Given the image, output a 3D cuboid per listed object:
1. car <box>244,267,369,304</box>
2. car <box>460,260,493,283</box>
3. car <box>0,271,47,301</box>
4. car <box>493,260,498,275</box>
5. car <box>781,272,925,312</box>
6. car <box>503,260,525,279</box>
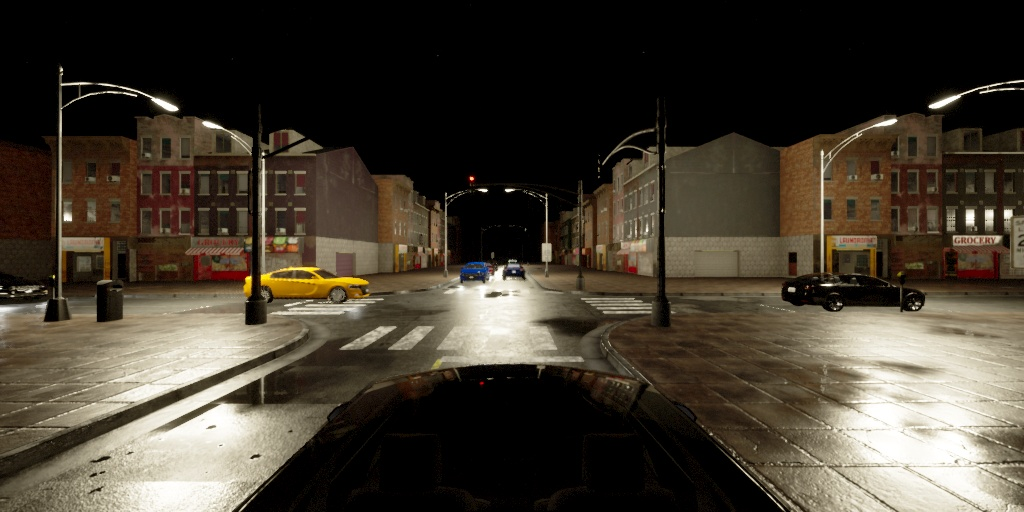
[{"bbox_3d":[-8.968,1.252,15.911,5.008,1.535,1.882,0,0,-3],"label":"car"},{"bbox_3d":[-2.822,1.238,27.913,1.882,1.535,5.008,0,0,1],"label":"car"},{"bbox_3d":[-23.635,1.330,15.758,4.892,1.490,1.837,-1,0,0],"label":"car"},{"bbox_3d":[-2.833,1.332,37.864,1.994,1.385,4.181,0,0,0],"label":"car"},{"bbox_3d":[12.359,1.266,13.169,4.313,1.339,1.948,0,0,0],"label":"car"},{"bbox_3d":[0.148,1.328,32.900,1.994,1.385,4.181,0,0,0],"label":"car"}]
